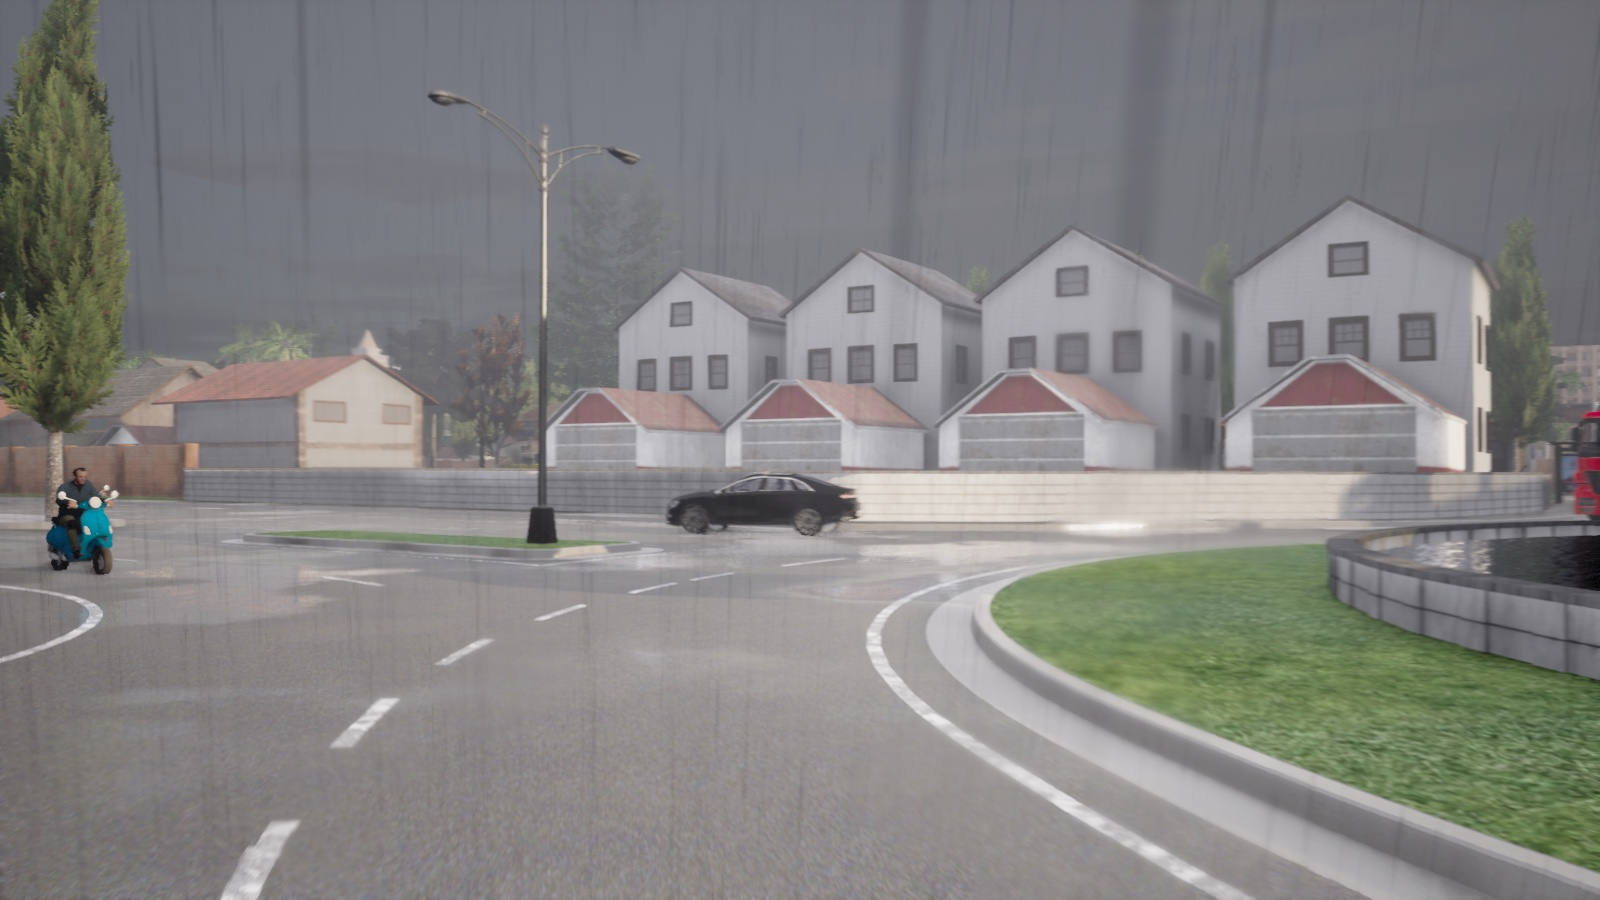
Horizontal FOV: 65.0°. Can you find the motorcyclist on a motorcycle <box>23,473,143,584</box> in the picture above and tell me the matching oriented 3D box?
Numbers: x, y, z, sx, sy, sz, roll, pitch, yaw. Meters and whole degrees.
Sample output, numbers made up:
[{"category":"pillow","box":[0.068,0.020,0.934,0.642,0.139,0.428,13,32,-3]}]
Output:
[{"category":"motorcyclist on a motorcycle","box":[-10.788,1.144,18.882,1.817,1.590,0.866,-1,-1,35]}]

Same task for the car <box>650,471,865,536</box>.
[{"category":"car","box":[-1.033,1.299,31.170,4.902,1.511,2.128,-1,-1,16]}]

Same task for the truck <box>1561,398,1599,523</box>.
[{"category":"truck","box":[25.634,0.312,36.892,7.936,3.462,2.891,0,-1,-38]}]
